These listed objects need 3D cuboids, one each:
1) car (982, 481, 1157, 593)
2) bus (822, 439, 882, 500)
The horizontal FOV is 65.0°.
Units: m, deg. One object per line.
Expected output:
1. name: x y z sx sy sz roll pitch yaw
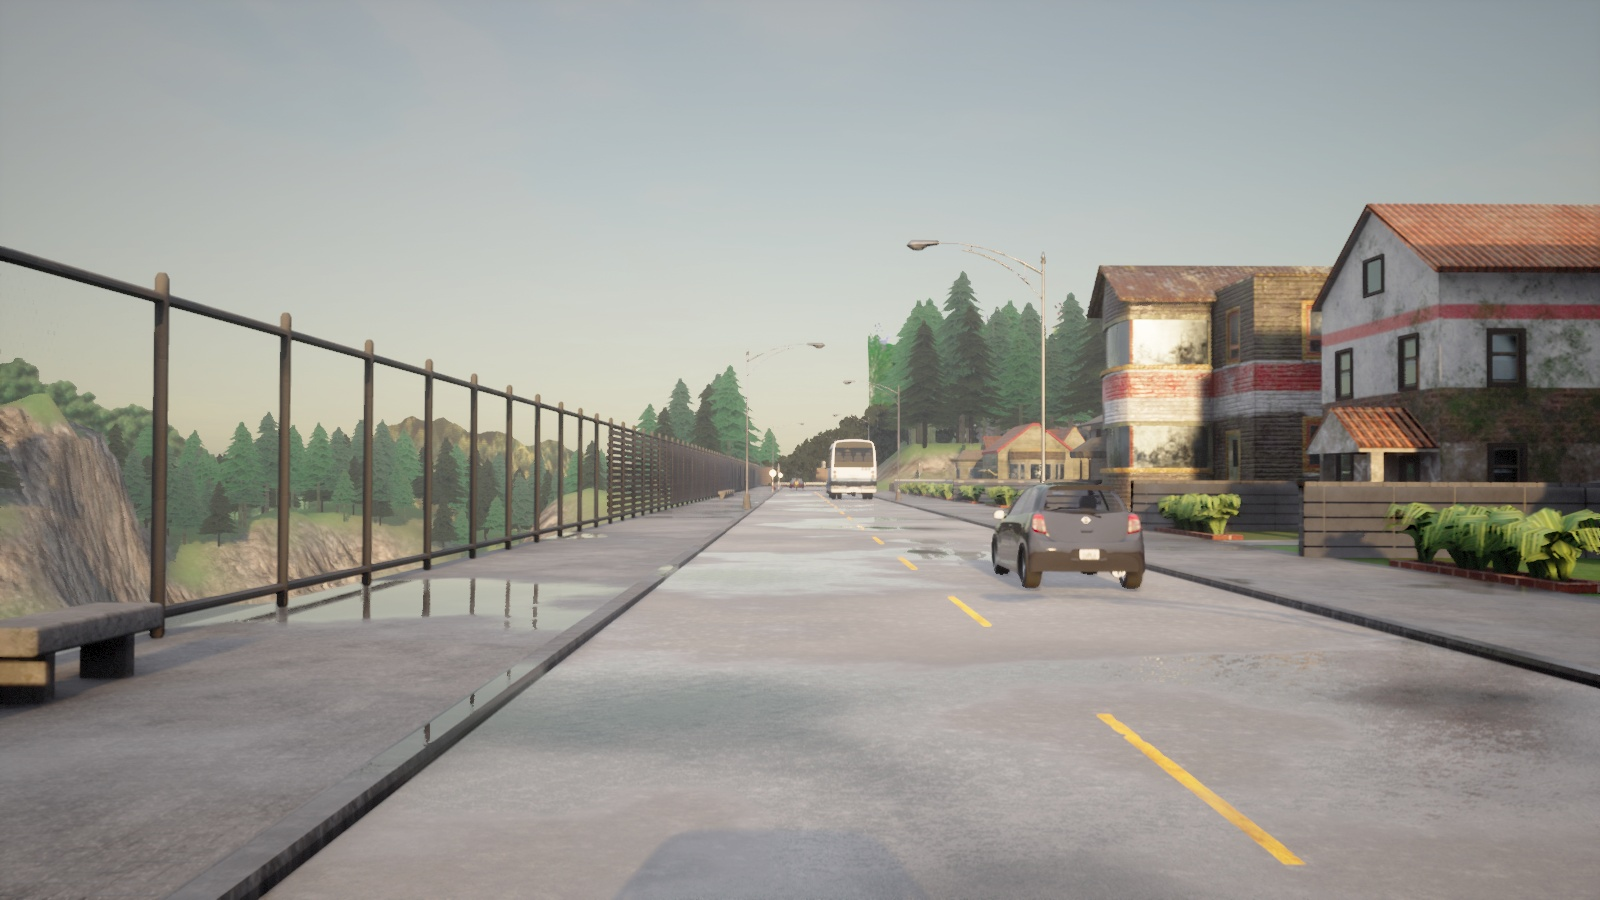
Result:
1. car: 3.952 1.237 19.027 1.845 1.501 3.633 0 -1 0
2. bus: 3.761 1.471 93.416 3.944 4.253 10.273 0 -1 0
